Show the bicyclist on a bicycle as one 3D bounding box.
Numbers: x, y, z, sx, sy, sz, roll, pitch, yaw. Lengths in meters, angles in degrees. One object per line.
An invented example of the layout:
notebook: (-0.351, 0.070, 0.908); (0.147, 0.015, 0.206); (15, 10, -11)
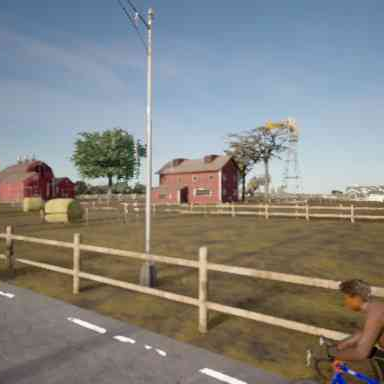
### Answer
bicyclist on a bicycle: (1.496, 1.551, 2.679); (1.656, 1.620, 0.582); (-1, -2, 38)
